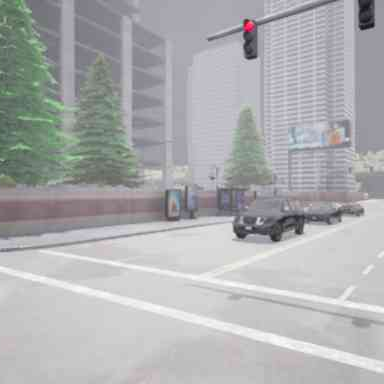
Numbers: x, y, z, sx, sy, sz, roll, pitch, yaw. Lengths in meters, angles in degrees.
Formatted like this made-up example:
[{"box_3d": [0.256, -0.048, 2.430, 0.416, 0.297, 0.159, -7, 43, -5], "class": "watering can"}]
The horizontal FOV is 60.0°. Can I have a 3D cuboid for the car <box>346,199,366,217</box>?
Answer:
[{"box_3d": [16.109, 1.723, 33.791, 1.994, 1.385, 4.181, 0, 0, 37], "class": "car"}]

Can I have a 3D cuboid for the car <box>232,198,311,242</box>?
[{"box_3d": [4.235, 1.327, 17.614, 2.150, 2.045, 5.566, 0, 0, 36], "class": "car"}]

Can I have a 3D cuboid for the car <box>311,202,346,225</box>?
[{"box_3d": [10.162, 1.610, 25.695, 1.882, 1.535, 5.008, 0, 0, 36], "class": "car"}]
